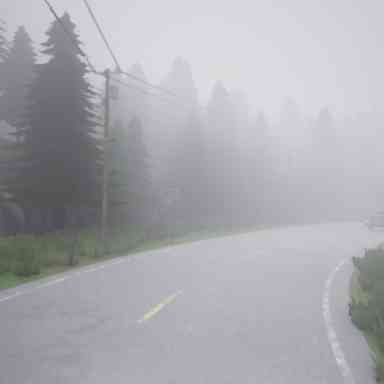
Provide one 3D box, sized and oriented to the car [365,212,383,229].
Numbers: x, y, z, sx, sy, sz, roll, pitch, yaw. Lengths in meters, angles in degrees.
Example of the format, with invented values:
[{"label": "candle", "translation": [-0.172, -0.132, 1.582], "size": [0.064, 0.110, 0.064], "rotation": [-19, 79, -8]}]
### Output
[{"label": "car", "translation": [15.694, 2.306, 26.740], "size": [5.357, 1.411, 2.033], "rotation": [2, -1, -44]}]
